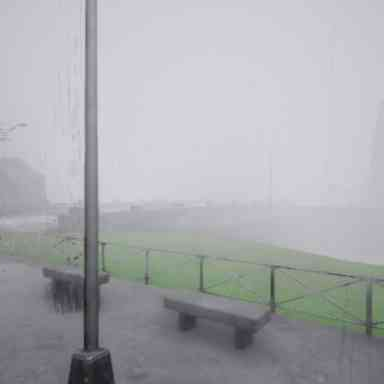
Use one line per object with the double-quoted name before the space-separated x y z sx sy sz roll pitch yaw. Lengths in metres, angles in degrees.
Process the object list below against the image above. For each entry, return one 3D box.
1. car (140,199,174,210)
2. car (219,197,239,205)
"car" -4.434 1.588 41.794 1.895 1.301 4.718 0 0 36
"car" 6.415 1.556 56.836 1.812 1.442 4.674 0 0 36
